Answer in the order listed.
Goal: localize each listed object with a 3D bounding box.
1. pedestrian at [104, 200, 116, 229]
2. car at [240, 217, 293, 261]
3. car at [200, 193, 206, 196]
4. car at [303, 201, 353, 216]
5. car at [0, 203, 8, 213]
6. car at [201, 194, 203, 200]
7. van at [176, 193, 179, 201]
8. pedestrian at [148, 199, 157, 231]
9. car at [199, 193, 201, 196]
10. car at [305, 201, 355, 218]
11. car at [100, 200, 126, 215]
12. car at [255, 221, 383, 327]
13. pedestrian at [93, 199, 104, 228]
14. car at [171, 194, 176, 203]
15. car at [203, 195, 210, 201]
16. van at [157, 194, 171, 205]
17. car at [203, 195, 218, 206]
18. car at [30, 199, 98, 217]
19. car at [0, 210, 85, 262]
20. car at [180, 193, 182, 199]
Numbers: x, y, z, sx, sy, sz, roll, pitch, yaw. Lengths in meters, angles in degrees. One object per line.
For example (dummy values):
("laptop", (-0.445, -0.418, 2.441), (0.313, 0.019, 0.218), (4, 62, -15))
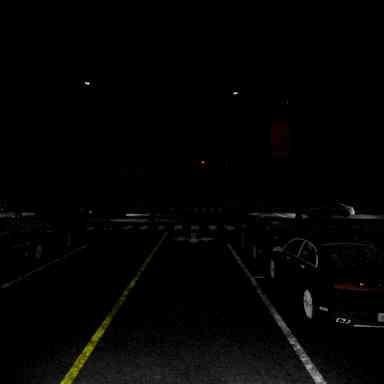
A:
("pedestrian", (-4.877, 1.297, 19.840), (0.375, 1.860, 0.375), (0, 0, 0))
("car", (2.825, 1.552, 11.916), (2.008, 1.369, 4.403), (0, 0, 0))
("car", (3.472, 1.340, 70.635), (2.192, 1.841, 5.009), (0, 0, 1))
("car", (15.150, 1.822, 37.224), (4.892, 1.490, 1.837), (1, 0, 0))
("car", (-19.713, 1.277, 30.821), (4.718, 1.301, 1.895), (1, 0, 0))
("car", (3.393, 1.573, 65.123), (2.008, 1.369, 4.403), (0, 0, 1))
("van", (-4.894, 1.373, 81.778), (1.690, 1.788, 3.998), (0, 0, 1))
("pedestrian", (-2.301, 1.297, 19.216), (0.375, 1.860, 0.375), (0, 0, 0))
("car", (3.788, 1.479, 92.685), (1.967, 1.590, 4.097), (0, 0, 1))
("car", (14.071, 1.817, 33.964), (4.674, 1.442, 1.812), (1, 0, 1))
("car", (-8.425, 1.450, 31.583), (4.181, 1.385, 1.994), (1, 0, -12))
("car", (2.799, 1.551, 6.924), (2.008, 1.369, 4.403), (0, 0, 0))
("pedestrian", (-5.732, 1.294, 20.439), (0.375, 1.860, 0.375), (0, 0, 0))
("car", (-5.052, 1.591, 70.754), (1.947, 1.339, 4.313), (0, 0, 1))
("car", (3.711, 1.560, 87.343), (1.752, 1.417, 4.829), (0, 0, 1))
("van", (-5.210, 1.360, 59.730), (1.690, 1.788, 3.998), (0, 0, 1))
("car", (3.235, 1.567, 54.098), (2.008, 1.369, 4.403), (0, 0, 1))
("car", (-10.565, 1.322, 27.006), (4.902, 1.511, 2.128), (1, 0, 7))
("car", (-5.700, 1.552, 11.964), (2.008, 1.369, 4.403), (0, 0, 0))
("car", (-4.736, 1.354, 92.802), (2.192, 1.841, 5.009), (0, 0, 1))
